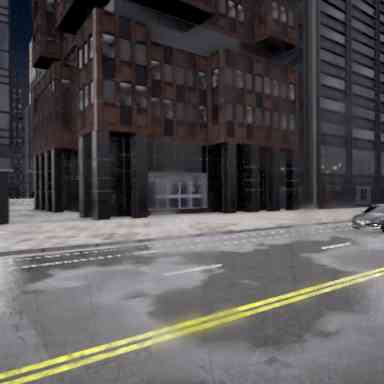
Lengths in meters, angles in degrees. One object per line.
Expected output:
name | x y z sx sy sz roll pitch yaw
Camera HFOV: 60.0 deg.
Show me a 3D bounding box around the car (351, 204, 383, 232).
car | 11.406 1.497 19.796 4.892 1.490 1.837 0 0 -35
